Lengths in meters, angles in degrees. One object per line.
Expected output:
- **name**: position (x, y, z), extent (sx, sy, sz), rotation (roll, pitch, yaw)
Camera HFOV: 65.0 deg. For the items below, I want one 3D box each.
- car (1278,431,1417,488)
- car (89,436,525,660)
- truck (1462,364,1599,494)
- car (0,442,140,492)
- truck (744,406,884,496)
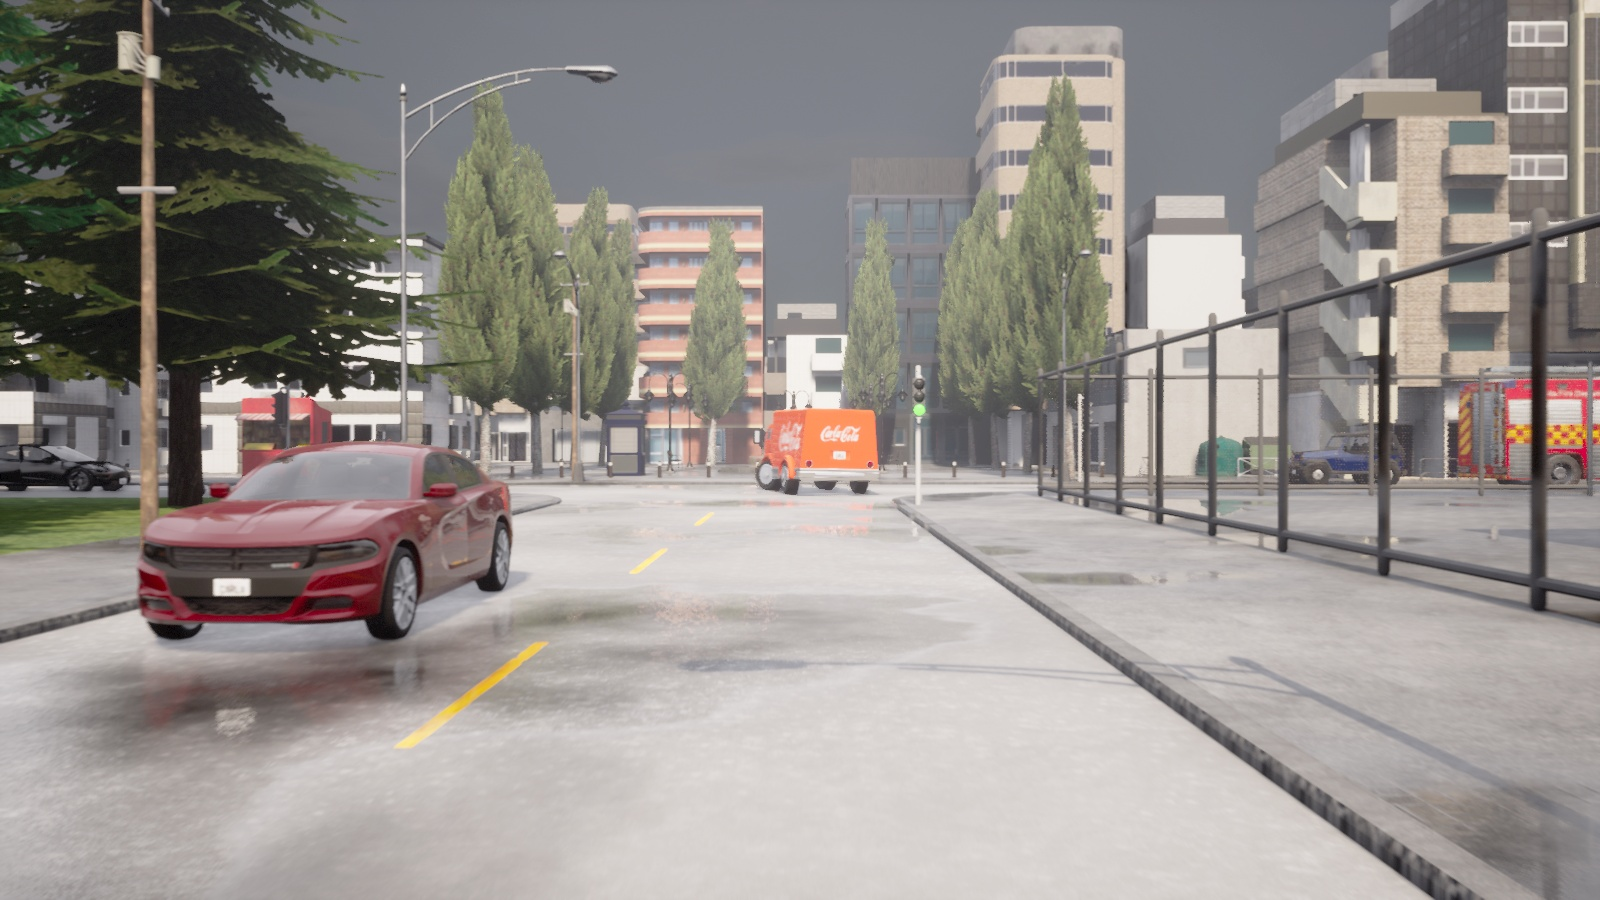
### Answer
- **car**: position (18.419, 0.317, 42.372), extent (3.866, 1.878, 1.905), rotation (0, 0, 0)
- **car**: position (-3.931, 0.658, 11.126), extent (1.882, 1.535, 5.008), rotation (0, 0, 0)
- **truck**: position (25.218, -0.615, 38.350), extent (8.468, 3.827, 2.891), rotation (0, 0, 1)
- **car**: position (-23.218, 0.512, 38.543), extent (4.792, 1.488, 2.163), rotation (0, 0, 1)
- **truck**: position (0.317, 0.042, 37.864), extent (2.627, 2.467, 5.204), rotation (1, 0, -18)
